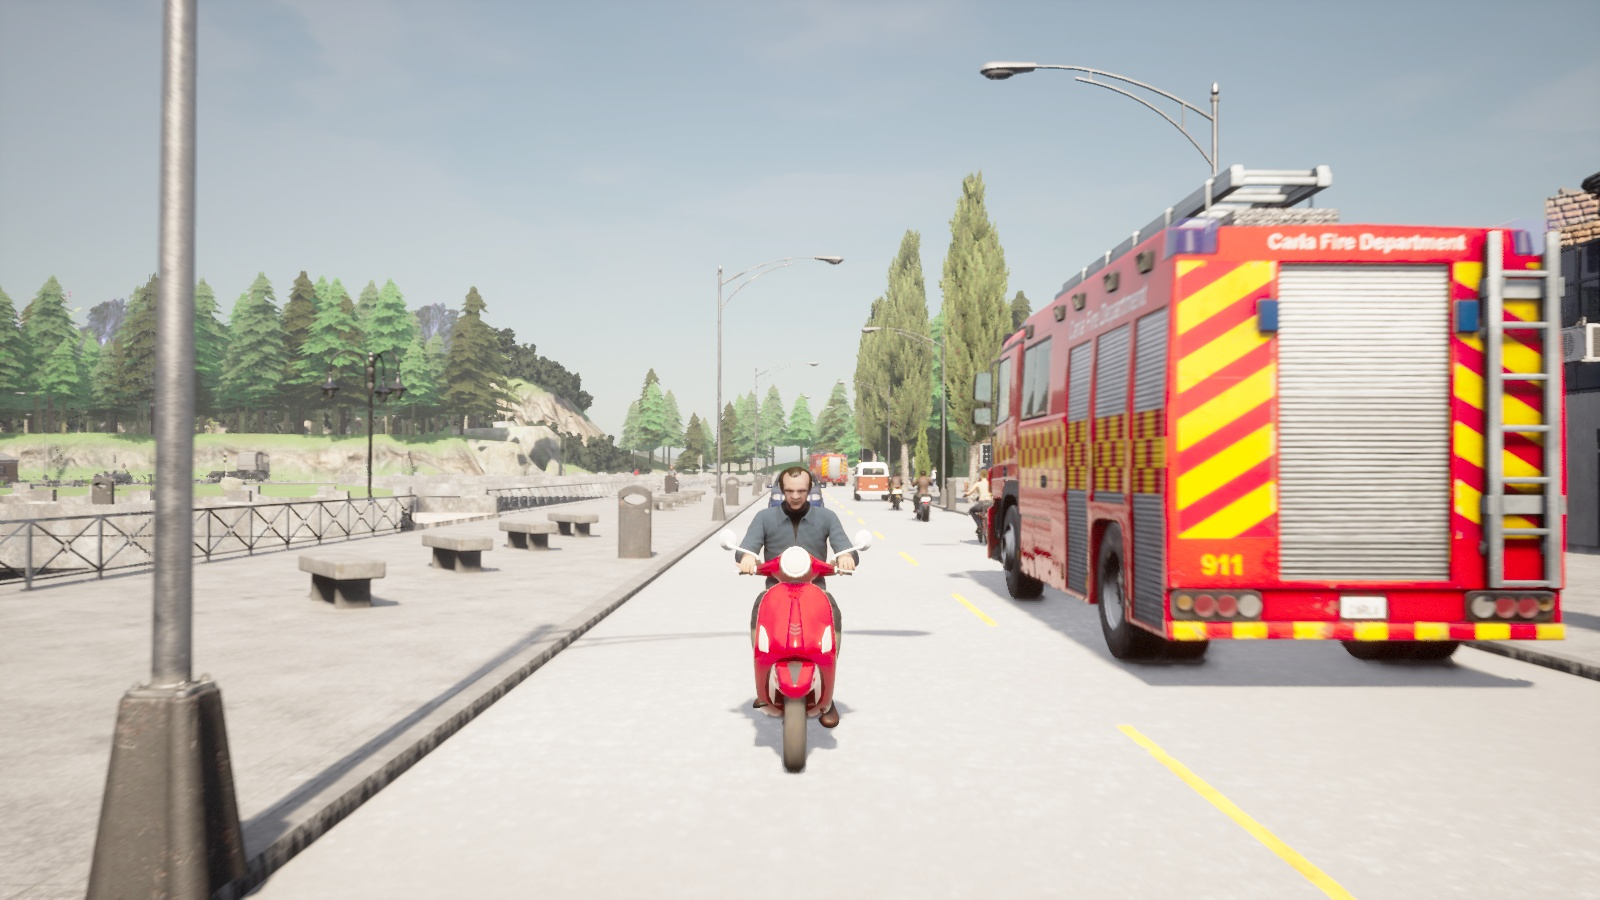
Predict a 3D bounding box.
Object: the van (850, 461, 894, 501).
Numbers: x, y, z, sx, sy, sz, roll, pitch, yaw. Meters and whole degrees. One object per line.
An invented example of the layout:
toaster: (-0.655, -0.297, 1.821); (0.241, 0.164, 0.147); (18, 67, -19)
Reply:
van: (3.824, 1.653, 67.500); (2.069, 2.038, 4.480); (0, -1, 0)

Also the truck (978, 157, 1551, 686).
truck: (3.960, -0.143, 13.330); (2.891, 3.827, 8.468); (0, -1, 0)

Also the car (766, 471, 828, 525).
car: (-0.098, 1.431, 38.080); (1.789, 1.549, 3.705); (0, -1, 0)

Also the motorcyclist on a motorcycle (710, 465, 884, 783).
motorcyclist on a motorcycle: (-0.019, 0.889, 7.223); (0.866, 1.590, 1.817); (0, -1, 0)

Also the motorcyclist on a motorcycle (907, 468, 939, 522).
motorcyclist on a motorcycle: (3.896, 1.419, 40.006); (0.766, 1.649, 2.350); (0, -1, 0)

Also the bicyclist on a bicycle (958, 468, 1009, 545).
bicyclist on a bicycle: (3.929, 1.187, 26.975); (0.866, 1.612, 1.509); (0, -1, 0)

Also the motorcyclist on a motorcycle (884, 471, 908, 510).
motorcyclist on a motorcycle: (3.868, 1.631, 50.727); (0.797, 1.523, 2.044); (0, -1, 0)
